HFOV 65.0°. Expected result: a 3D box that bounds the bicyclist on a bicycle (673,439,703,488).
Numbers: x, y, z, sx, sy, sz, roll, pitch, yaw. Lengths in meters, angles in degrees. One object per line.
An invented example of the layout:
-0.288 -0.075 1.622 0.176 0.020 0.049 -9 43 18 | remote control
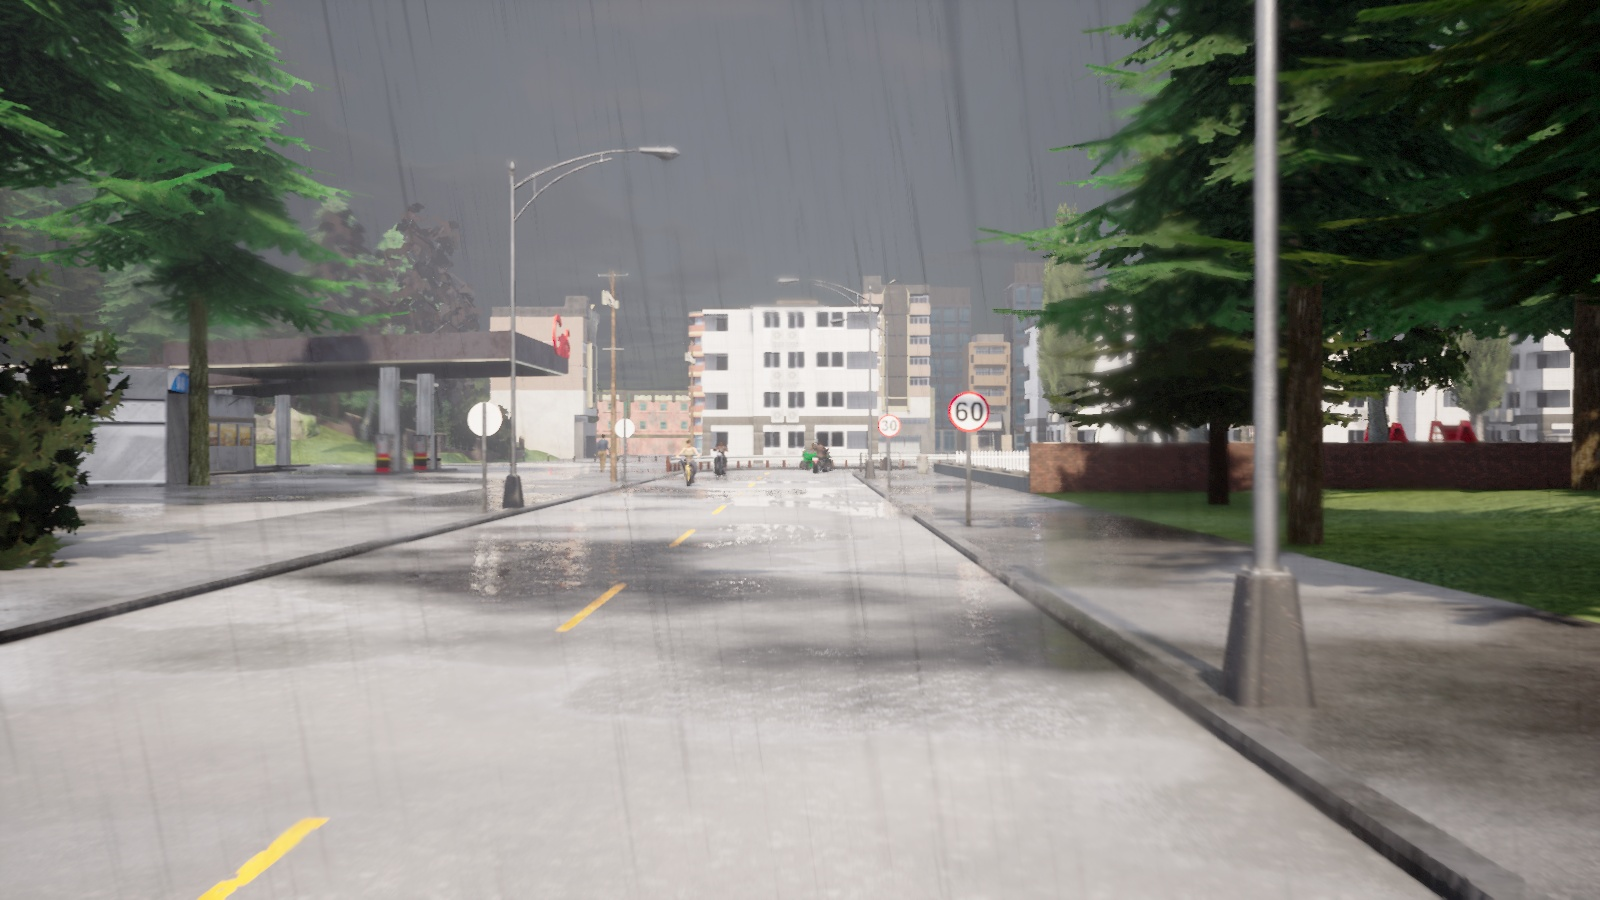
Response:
-3.783 0.441 42.424 0.866 1.612 1.509 0 0 0 | bicyclist on a bicycle

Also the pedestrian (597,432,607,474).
-9.222 0.119 58.528 0.423 1.949 0.788 0 0 -4 | pedestrian

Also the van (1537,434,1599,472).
41.892 0.157 66.690 4.442 1.987 1.775 0 0 0 | van

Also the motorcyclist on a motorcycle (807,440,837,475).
1.092 0.352 61.651 0.766 1.649 2.350 1 1 18 | motorcyclist on a motorcycle

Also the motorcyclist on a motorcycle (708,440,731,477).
-3.672 0.369 57.675 0.766 1.649 2.350 0 1 4 | motorcyclist on a motorcycle

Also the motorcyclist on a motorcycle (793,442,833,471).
0.708 0.348 67.993 2.044 1.523 0.797 0 2 -37 | motorcyclist on a motorcycle
